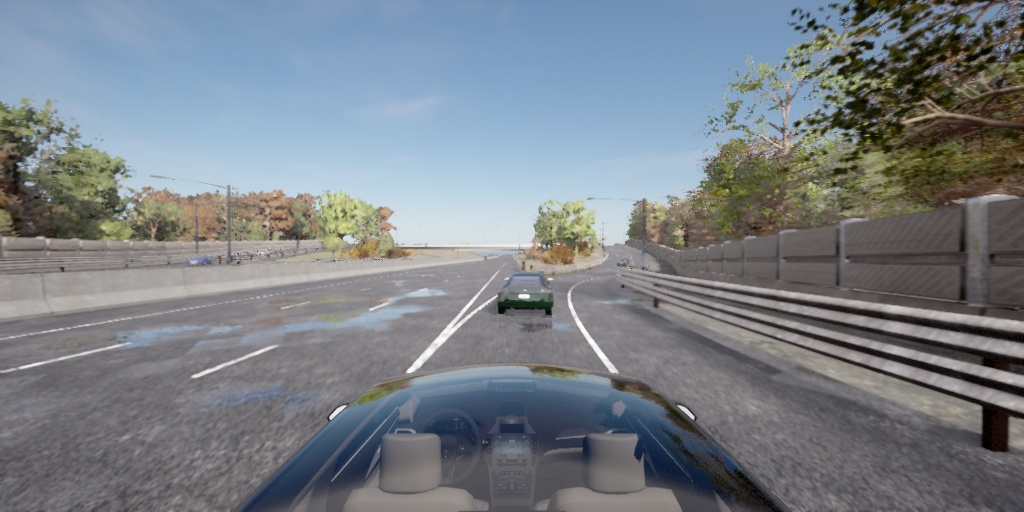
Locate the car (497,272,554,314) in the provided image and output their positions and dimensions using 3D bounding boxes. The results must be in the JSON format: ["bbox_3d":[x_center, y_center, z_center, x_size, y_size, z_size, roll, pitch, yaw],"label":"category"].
[{"bbox_3d":[0.636,1.319,14.004,1.994,1.385,4.181,0,0,6],"label":"car"}]

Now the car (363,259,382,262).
[{"bbox_3d":[-21.086,1.255,54.914,2.128,1.511,4.902,0,0,1],"label":"car"}]

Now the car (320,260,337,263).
[{"bbox_3d":[-28.077,1.308,53.964,2.033,1.411,5.357,0,0,1],"label":"car"}]
